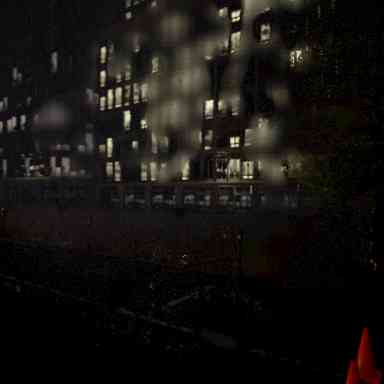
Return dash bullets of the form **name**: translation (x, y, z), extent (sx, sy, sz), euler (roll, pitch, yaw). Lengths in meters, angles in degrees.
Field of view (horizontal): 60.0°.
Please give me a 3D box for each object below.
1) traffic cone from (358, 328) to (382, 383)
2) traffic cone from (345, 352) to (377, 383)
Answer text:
- **traffic cone**: translation (2.181, 2.006, 4.183), extent (0.340, 0.580, 0.340), euler (1, 0, 34)
- **traffic cone**: translation (1.623, 1.995, 3.353), extent (0.340, 0.580, 0.340), euler (1, 0, 34)
